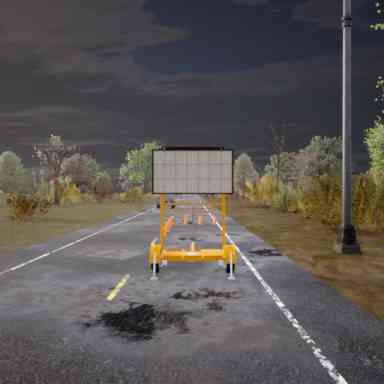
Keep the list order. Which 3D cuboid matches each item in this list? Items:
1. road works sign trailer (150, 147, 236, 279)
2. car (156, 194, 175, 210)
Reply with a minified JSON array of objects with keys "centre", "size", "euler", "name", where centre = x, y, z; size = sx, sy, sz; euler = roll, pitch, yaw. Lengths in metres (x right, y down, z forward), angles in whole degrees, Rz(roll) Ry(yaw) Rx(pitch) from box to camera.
[{"centre":[0.025,0.464,9.977],"size":[2.380,3.560,2.880],"euler":[0,0,0],"name":"road works sign trailer"},{"centre":[-3.398,1.194,43.728],"size":[2.150,2.045,5.566],"euler":[0,0,0],"name":"car"}]
